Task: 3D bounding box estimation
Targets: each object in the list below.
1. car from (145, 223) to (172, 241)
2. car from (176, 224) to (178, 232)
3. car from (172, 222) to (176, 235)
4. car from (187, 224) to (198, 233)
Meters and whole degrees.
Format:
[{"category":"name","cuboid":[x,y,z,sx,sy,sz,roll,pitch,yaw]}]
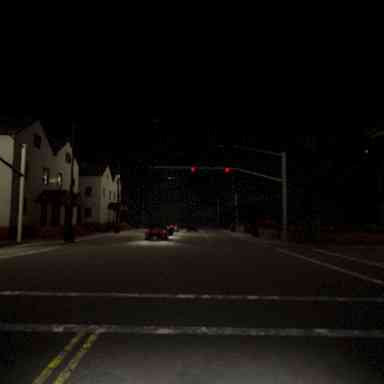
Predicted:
[{"category":"car","cuboid":[-3.545,4.009,34.135,2.097,1.767,4.553,0,-5,0]},{"category":"car","cuboid":[-3.493,6.074,57.628,2.097,1.767,4.553,0,-5,1]},{"category":"car","cuboid":[-3.535,5.094,44.059,1.994,1.385,4.181,0,-5,0]},{"category":"car","cuboid":[0.065,6.378,58.545,2.033,1.411,5.357,0,-5,0]}]
